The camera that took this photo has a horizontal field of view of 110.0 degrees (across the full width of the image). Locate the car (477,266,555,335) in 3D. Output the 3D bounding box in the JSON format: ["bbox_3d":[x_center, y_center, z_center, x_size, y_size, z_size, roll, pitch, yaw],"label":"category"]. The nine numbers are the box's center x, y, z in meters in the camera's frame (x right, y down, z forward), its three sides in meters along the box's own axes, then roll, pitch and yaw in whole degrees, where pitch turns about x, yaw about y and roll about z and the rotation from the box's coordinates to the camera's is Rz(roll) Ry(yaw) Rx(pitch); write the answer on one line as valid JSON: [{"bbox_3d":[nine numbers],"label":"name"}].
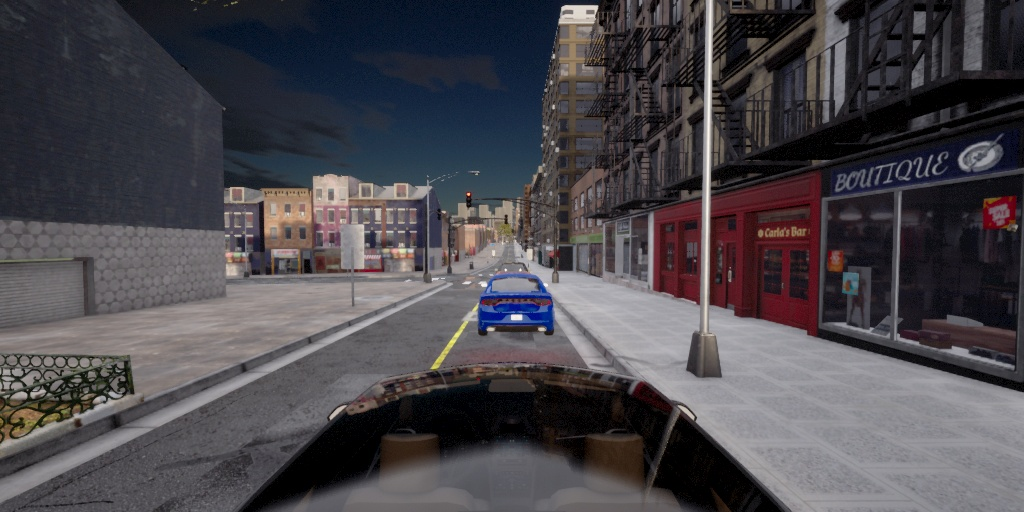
[{"bbox_3d":[0.087,1.229,10.502,1.882,1.535,5.008,0,0,0],"label":"car"}]

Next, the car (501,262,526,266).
[{"bbox_3d":[0.054,1.109,20.495,2.097,1.767,4.553,0,0,0],"label":"car"}]
